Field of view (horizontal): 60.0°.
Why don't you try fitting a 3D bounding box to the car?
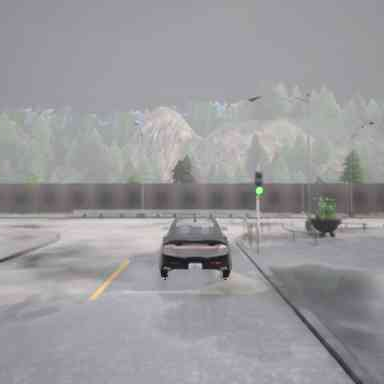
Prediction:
[{"bbox_3d":[0.090,1.512,10.127,2.128,1.511,4.902,0,0,0],"label":"car"}]
